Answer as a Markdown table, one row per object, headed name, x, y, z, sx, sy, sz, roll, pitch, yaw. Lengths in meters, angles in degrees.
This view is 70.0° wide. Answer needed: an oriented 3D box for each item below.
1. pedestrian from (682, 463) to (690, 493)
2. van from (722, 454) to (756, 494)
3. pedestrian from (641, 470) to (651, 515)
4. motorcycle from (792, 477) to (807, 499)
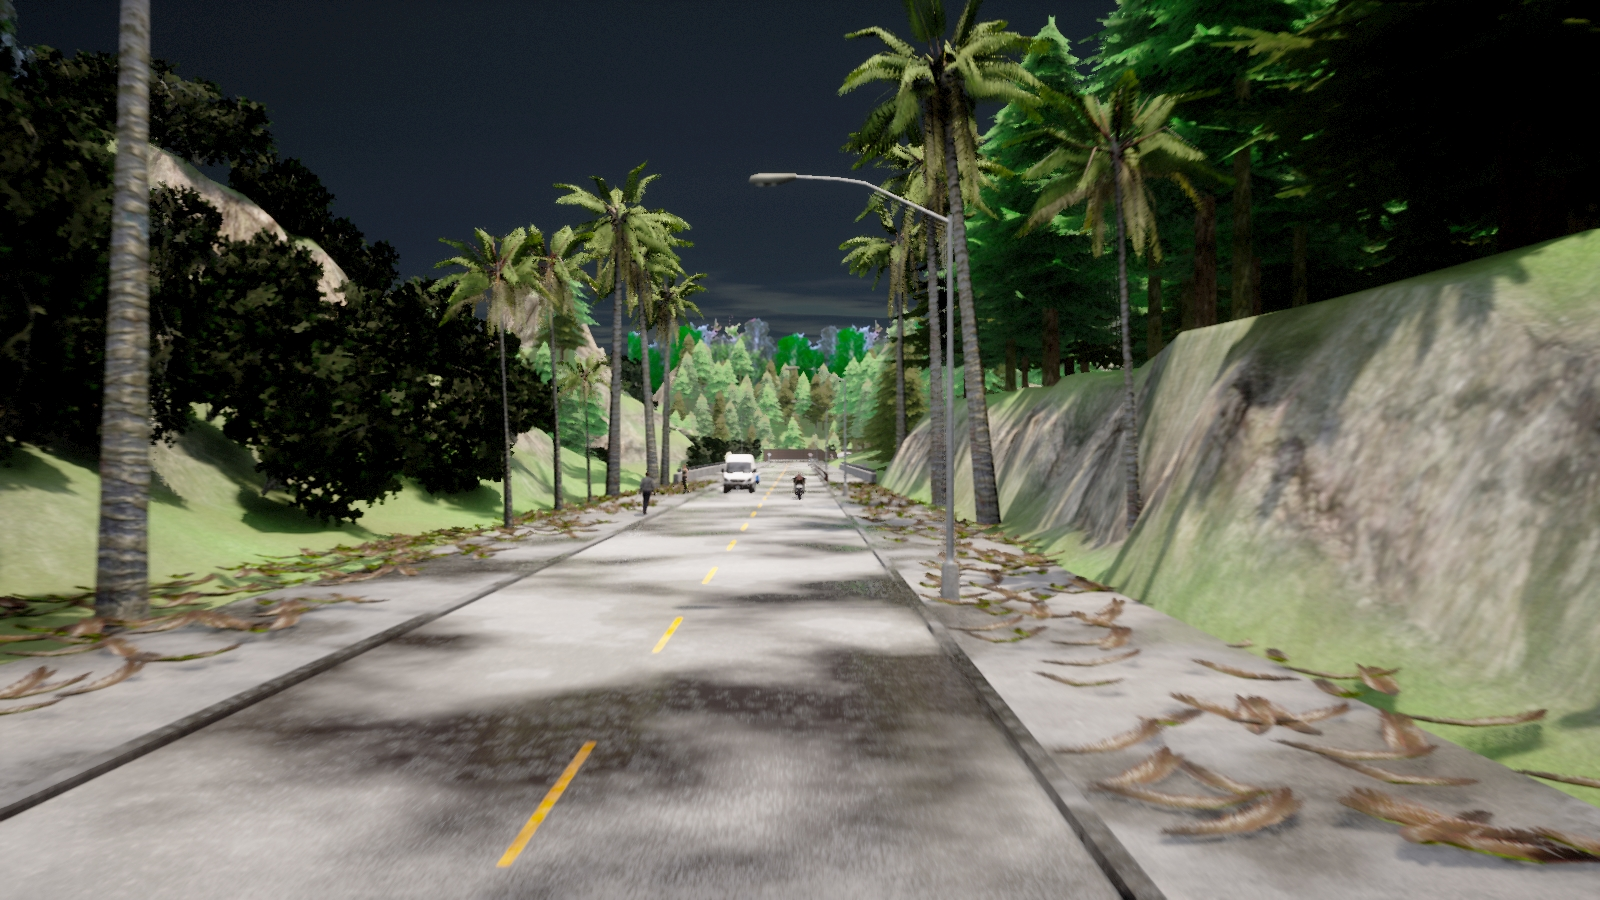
| name | x | y | z | sx | sy | sz | roll | pitch | yaw |
| --- | --- | --- | --- | --- | --- | --- | --- | --- | --- |
| pedestrian | -7.251 | 1.790 | 72.621 | 0.375 | 1.860 | 0.375 | 0 | 0 | -34 |
| van | -4.037 | 1.585 | 77.032 | 1.988 | 2.561 | 5.915 | 0 | 0 | 0 |
| pedestrian | -6.418 | 1.774 | 47.642 | 0.375 | 1.860 | 0.375 | 0 | 0 | 3 |
| motorcycle | -0.031 | 2.248 | 67.463 | 0.867 | 1.251 | 2.209 | 0 | 0 | 0 |
